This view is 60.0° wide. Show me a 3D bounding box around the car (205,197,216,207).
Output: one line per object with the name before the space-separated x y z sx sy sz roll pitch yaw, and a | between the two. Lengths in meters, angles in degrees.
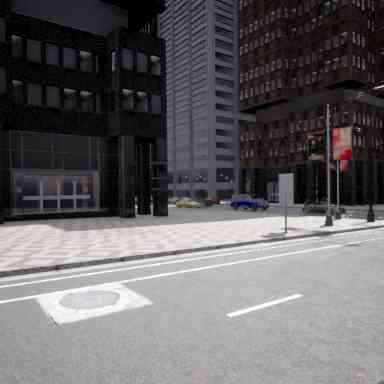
car | 1.259 1.700 51.388 1.994 1.385 4.181 -1 0 -35

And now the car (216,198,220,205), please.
car | 3.116 1.613 58.837 1.887 1.381 4.507 -1 1 -36

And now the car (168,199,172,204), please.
car | -1.594 1.673 60.735 2.033 1.411 5.357 -1 0 -35

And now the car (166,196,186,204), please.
car | -3.291 1.636 67.803 1.752 1.417 4.829 -1 1 -36

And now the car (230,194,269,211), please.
car | 7.330 1.321 42.849 2.150 2.045 5.566 -1 0 -36

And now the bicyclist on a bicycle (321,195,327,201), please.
bicyclist on a bicycle | 17.393 1.253 43.789 1.656 1.620 0.582 -1 1 -36

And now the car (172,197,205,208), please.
car | -0.570 1.700 49.333 1.752 1.417 4.829 -1 1 -36

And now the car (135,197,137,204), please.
car | -10.132 1.819 62.716 1.802 1.307 4.206 -1 1 -36

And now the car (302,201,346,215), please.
car | 13.510 1.626 34.222 1.994 1.385 4.181 -1 0 -36

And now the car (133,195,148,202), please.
car | -12.656 1.619 80.906 1.967 1.590 4.097 -1 1 -36

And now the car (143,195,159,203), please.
car | -9.502 1.595 76.492 1.967 1.590 4.097 -1 1 -36

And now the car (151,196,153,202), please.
car | -7.788 1.653 69.350 1.812 1.442 4.674 -1 0 -36
